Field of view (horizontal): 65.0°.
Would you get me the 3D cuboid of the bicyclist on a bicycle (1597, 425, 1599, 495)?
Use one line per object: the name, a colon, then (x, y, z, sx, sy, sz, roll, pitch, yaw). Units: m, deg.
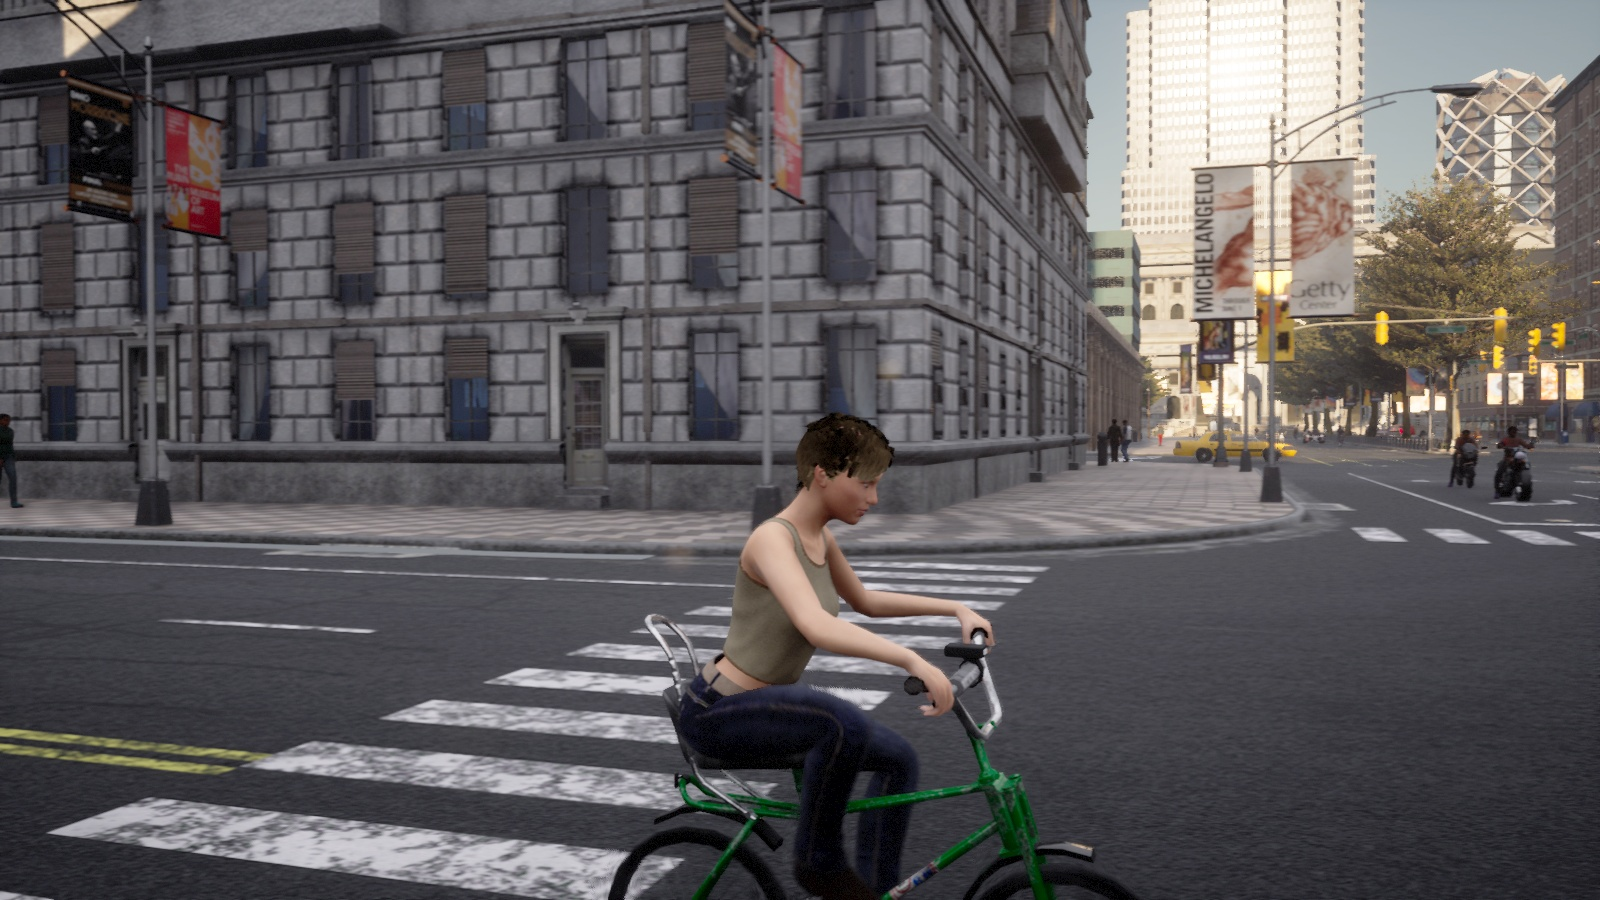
bicyclist on a bicycle: (20.419, 0.275, 31.153, 0.659, 1.776, 1.843, 1, 1, 18)

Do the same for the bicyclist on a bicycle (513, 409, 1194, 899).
bicyclist on a bicycle: (0.175, 0.713, 3.139, 1.509, 1.612, 0.866, 1, 1, 19)

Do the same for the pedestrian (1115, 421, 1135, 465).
pedestrian: (13.512, -0.303, 52.281, 0.706, 1.836, 0.354, 1, 1, 43)

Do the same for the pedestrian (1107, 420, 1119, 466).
pedestrian: (13.247, -0.318, 53.126, 0.395, 1.930, 0.692, 1, 1, 23)

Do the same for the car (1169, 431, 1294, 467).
car: (19.791, -0.085, 57.763, 5.366, 1.575, 1.801, 1, 1, 18)

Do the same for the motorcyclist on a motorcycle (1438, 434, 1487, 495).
motorcyclist on a motorcycle: (17.263, 0.349, 32.767, 0.797, 1.523, 2.044, 1, 1, 18)

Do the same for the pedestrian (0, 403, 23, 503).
pedestrian: (-14.832, 0.053, 23.357, 0.614, 1.847, 0.353, 1, 1, 23)

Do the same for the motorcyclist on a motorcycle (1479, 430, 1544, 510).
motorcyclist on a motorcycle: (15.520, 0.396, 27.439, 0.766, 1.649, 2.350, 1, 1, 18)
